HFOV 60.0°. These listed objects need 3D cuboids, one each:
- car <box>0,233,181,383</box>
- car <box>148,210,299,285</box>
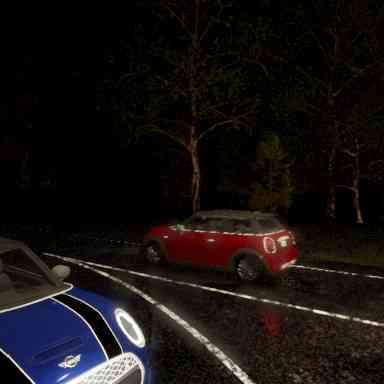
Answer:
[{"bbox_3d":[-2.607,1.338,3.742,4.553,1.767,2.097,1,0,35],"label":"car"},{"bbox_3d":[0.623,1.313,9.680,4.553,1.767,2.097,1,0,36],"label":"car"}]
